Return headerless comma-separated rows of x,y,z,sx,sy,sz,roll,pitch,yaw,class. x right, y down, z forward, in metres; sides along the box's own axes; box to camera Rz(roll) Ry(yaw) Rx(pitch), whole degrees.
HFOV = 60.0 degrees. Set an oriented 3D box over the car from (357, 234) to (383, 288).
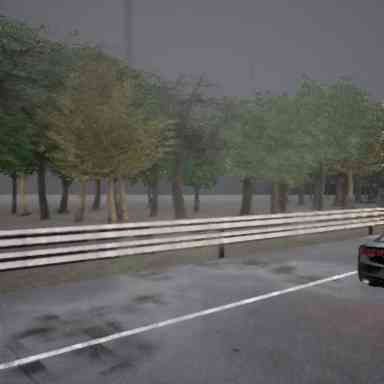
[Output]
5.999,1.465,8.041,5.008,1.535,1.882,0,0,-35,car
